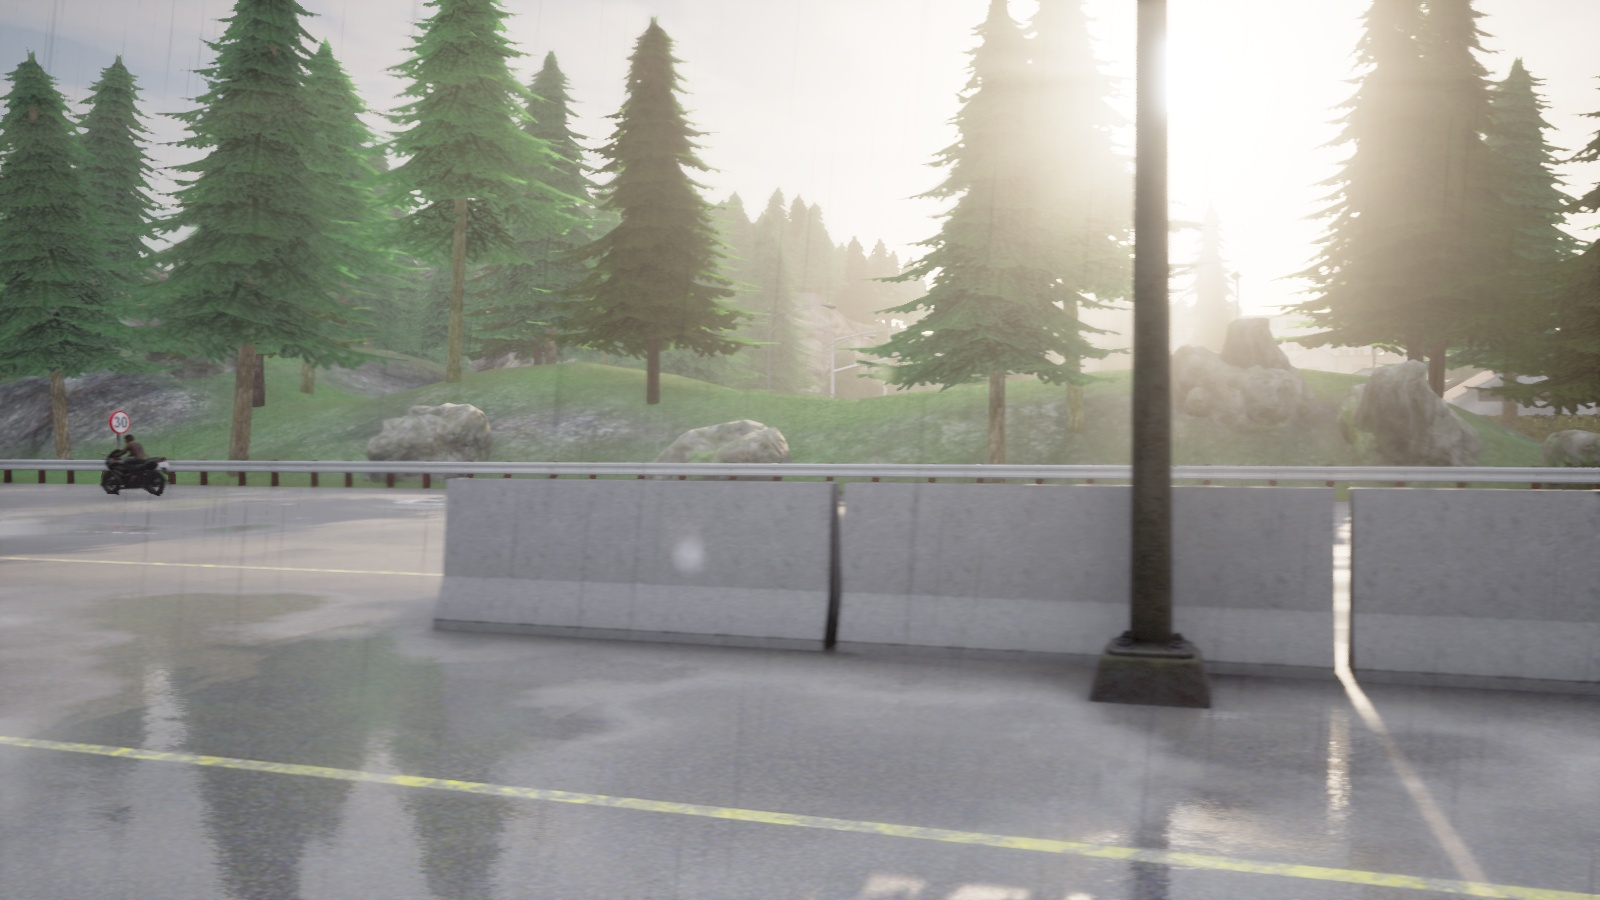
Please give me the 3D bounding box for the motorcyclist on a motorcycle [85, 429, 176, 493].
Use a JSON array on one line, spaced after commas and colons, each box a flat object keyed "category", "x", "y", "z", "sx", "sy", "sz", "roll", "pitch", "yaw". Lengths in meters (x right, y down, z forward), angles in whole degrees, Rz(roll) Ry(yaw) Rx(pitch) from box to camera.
[{"category": "motorcyclist on a motorcycle", "x": -16.463, "y": 0.252, "z": 30.890, "sx": 2.044, "sy": 1.523, "sz": 0.797, "roll": 1, "pitch": 1, "yaw": 19}]
